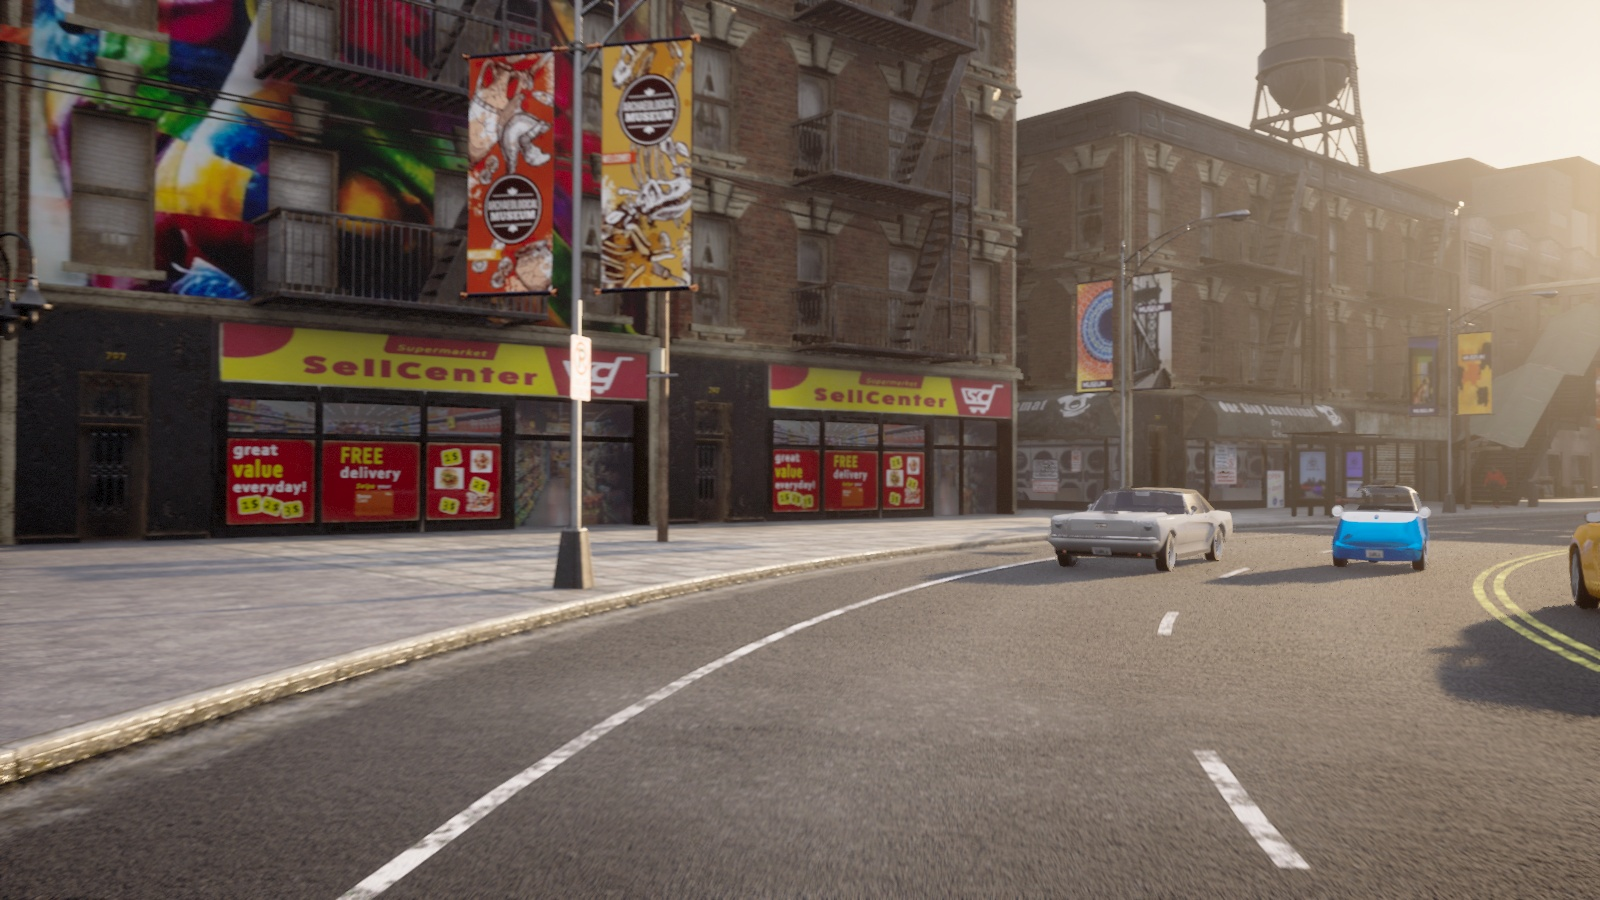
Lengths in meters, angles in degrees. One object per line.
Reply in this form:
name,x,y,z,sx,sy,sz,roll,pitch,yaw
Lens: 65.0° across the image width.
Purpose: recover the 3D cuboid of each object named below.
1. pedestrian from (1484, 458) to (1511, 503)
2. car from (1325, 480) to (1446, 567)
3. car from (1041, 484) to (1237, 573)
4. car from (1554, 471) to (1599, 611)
pedestrian,28.443,1.243,51.206,0.899,1.844,0.634,1,-1,-37
car,9.880,1.194,21.131,1.481,1.376,2.207,-1,-2,35
car,5.924,1.258,21.538,1.895,1.301,4.718,-1,-1,33
car,9.507,0.983,13.075,1.882,1.535,5.008,-1,-1,20
